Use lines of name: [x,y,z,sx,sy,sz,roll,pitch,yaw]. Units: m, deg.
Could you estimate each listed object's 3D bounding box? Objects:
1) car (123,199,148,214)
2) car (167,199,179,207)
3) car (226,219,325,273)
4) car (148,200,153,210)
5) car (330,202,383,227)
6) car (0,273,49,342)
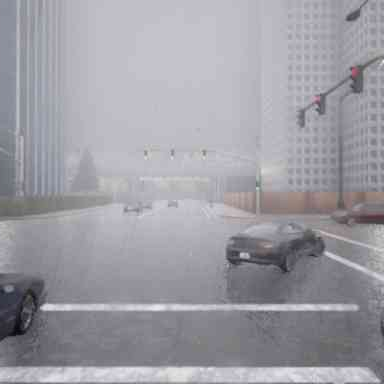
car: [-7.106,1.809,40.733,2.128,1.511,4.902,0,0,0]
car: [-3.417,2.014,60.105,2.033,1.411,5.357,0,0,0]
car: [2.859,1.612,11.099,1.812,1.442,4.674,-1,-1,37]
car: [-7.083,1.886,50.794,2.128,1.511,4.902,0,0,0]
car: [12.406,1.537,23.971,4.553,1.767,2.097,0,0,0]
car: [-3.509,1.578,3.692,2.033,1.411,5.357,0,0,-2]
